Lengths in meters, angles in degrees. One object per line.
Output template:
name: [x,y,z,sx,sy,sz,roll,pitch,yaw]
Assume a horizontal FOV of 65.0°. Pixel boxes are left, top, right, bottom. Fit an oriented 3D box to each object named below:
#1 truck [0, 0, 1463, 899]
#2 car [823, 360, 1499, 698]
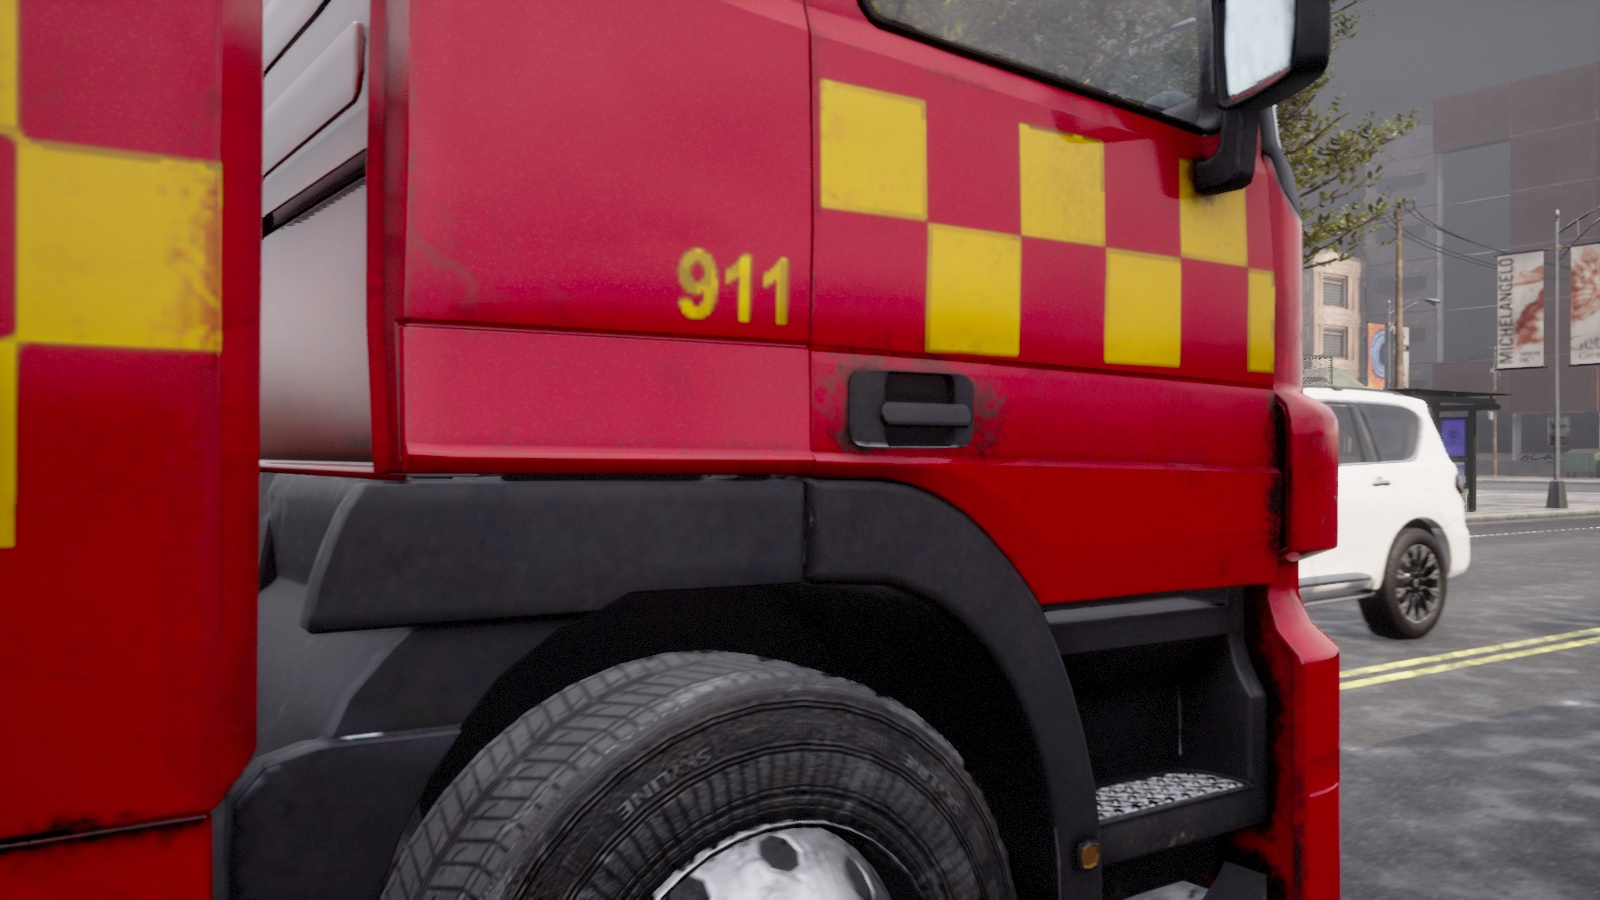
truck: [-2.721,-0.410,1.768,8.468,3.827,2.891,0,0,-35]
car: [3.077,0.482,10.057,5.566,2.045,2.150,0,0,-34]
